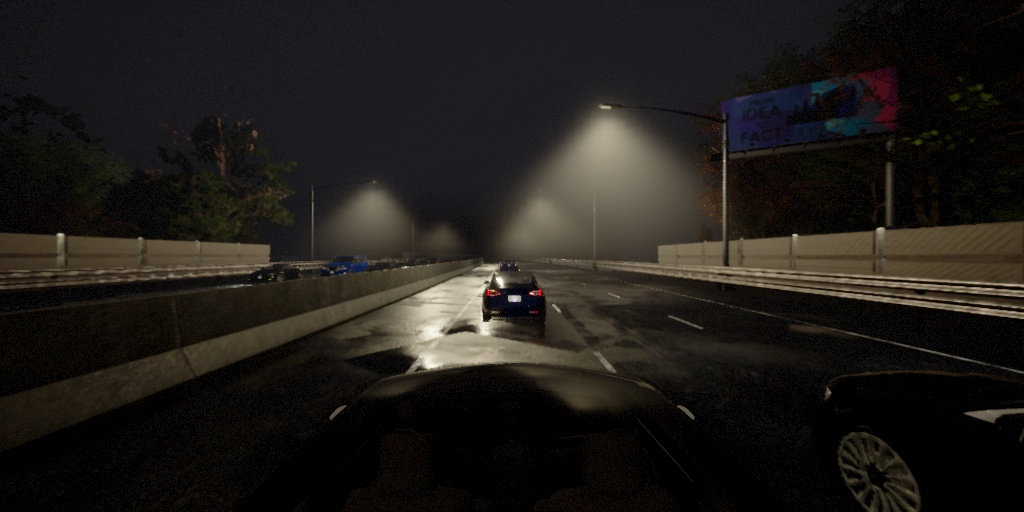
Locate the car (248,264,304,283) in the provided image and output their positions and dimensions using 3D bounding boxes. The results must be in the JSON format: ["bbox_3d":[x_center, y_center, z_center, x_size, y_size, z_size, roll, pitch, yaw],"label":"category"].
[{"bbox_3d":[-17.794,1.311,27.240,1.994,1.385,4.181,0,0,-1],"label":"car"}]

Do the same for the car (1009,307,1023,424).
[{"bbox_3d":[7.092,1.312,2.303,1.994,1.385,4.181,0,0,0],"label":"car"}]

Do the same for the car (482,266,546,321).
[{"bbox_3d":[0.057,1.252,12.497,2.163,1.488,4.792,0,0,0],"label":"car"}]

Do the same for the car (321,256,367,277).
[{"bbox_3d":[-14.356,0.968,31.282,2.150,2.045,5.566,0,0,-1],"label":"car"}]

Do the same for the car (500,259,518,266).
[{"bbox_3d":[-0.374,1.082,42.127,2.097,1.767,4.553,0,0,-1],"label":"car"}]

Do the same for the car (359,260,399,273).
[{"bbox_3d":[-10.849,1.269,30.345,1.812,1.442,4.674,0,0,-1],"label":"car"}]

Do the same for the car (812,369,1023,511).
[{"bbox_3d":[3.593,1.240,1.184,2.128,1.511,4.902,0,0,0],"label":"car"}]
